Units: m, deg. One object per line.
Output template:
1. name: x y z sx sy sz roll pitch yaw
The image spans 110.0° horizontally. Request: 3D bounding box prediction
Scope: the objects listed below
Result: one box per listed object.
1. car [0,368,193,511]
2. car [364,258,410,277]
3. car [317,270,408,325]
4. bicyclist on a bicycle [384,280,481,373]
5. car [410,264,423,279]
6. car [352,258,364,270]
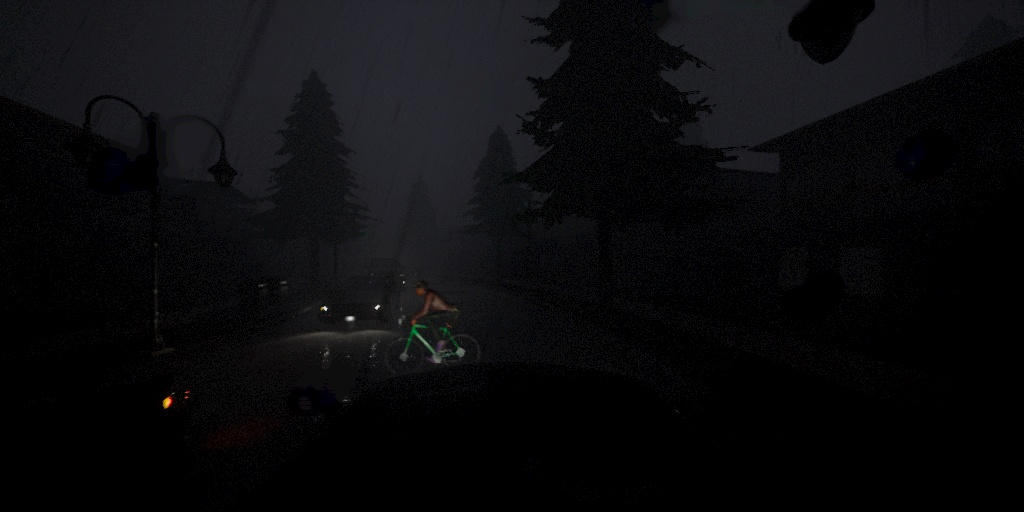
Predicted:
1. car: -3.738 1.294 0.754 2.033 1.411 5.357 0 0 -1
2. car: -8.161 1.122 23.068 2.150 2.045 5.566 0 0 -22
3. car: -5.024 1.375 12.589 2.033 1.411 5.357 0 0 -11
4. bicyclist on a bicycle: -1.381 1.233 6.168 1.656 1.620 0.582 -2 0 -5
5. car: -10.020 1.473 34.617 2.128 1.511 4.902 0 0 -31
6. car: -18.172 1.280 45.082 2.150 2.045 5.566 0 0 -43
